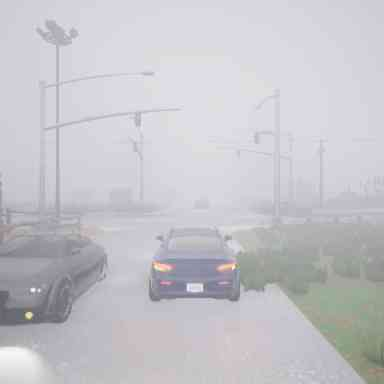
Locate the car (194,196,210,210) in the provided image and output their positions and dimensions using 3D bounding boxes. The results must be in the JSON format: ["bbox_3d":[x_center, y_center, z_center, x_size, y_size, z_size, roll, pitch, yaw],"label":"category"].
[{"bbox_3d":[1.296,1.512,42.847,2.033,1.411,5.357,0,0,3],"label":"car"}]

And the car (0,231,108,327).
[{"bbox_3d":[-3.179,1.565,7.040,1.994,1.385,4.181,0,0,0],"label":"car"}]

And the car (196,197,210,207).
[{"bbox_3d":[1.779,1.512,52.997,2.033,1.411,5.357,0,0,3],"label":"car"}]

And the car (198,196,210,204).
[{"bbox_3d":[2.318,1.512,63.508,2.033,1.411,5.357,0,0,3],"label":"car"}]

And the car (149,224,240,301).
[{"bbox_3d":[0.053,1.526,8.187,1.812,1.442,4.674,0,0,0],"label":"car"}]
